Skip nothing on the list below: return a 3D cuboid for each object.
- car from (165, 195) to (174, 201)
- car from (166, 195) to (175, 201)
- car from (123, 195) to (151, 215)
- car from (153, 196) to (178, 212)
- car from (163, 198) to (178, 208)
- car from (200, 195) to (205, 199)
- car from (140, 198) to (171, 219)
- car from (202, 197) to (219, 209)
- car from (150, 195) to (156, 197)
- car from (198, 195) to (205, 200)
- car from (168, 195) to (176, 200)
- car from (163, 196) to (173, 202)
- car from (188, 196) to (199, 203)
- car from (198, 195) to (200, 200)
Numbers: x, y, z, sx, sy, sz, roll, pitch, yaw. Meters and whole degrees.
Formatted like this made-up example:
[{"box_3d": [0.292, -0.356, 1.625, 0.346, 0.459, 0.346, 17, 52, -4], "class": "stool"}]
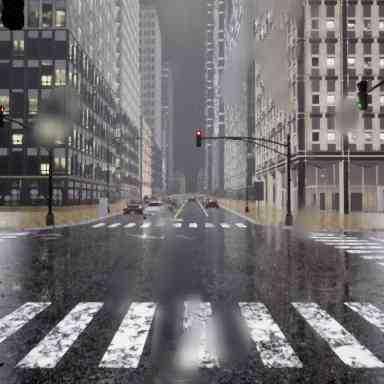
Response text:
[{"box_3d": [-5.691, 1.578, 83.917, 1.887, 1.381, 4.507, 1, 0, 0], "class": "car"}, {"box_3d": [-5.692, 1.587, 89.492, 2.008, 1.369, 4.403, 1, 0, 0], "class": "car"}, {"box_3d": [-5.680, 1.453, 33.741, 1.967, 1.590, 4.097, 1, 0, 0], "class": "car"}, {"box_3d": [-3.107, 1.562, 39.000, 2.033, 1.411, 5.357, 0, 0, 0], "class": "car"}, {"box_3d": [-3.101, 1.620, 49.314, 1.895, 1.301, 4.718, 0, 0, 0], "class": "car"}, {"box_3d": [2.695, 1.547, 56.280, 1.752, 1.417, 4.829, 1, 0, 0], "class": "car"}, {"box_3d": [-3.109, 1.536, 29.214, 1.812, 1.442, 4.674, 0, 0, 0], "class": "car"}, {"box_3d": [2.695, 1.599, 44.954, 1.802, 1.307, 4.206, 1, 0, 0], "class": "car"}, {"box_3d": [-5.679, 1.332, 44.891, 2.192, 1.841, 5.009, 1, 0, 0], "class": "car"}, {"box_3d": [2.687, 1.583, 95.150, 1.887, 1.381, 4.507, 1, 0, 0], "class": "car"}, {"box_3d": [-5.694, 1.604, 95.068, 1.947, 1.339, 4.313, 1, 0, 0], "class": "car"}, {"box_3d": [-5.690, 1.581, 78.342, 2.008, 1.369, 4.403, 1, 0, 0], "class": "car"}, {"box_3d": [0.071, 1.573, 70.456, 2.033, 1.411, 5.357, 0, 0, 0], "class": "car"}, {"box_3d": [2.693, 1.590, 61.687, 1.947, 1.339, 4.313, 1, 0, 0], "class": "car"}]
